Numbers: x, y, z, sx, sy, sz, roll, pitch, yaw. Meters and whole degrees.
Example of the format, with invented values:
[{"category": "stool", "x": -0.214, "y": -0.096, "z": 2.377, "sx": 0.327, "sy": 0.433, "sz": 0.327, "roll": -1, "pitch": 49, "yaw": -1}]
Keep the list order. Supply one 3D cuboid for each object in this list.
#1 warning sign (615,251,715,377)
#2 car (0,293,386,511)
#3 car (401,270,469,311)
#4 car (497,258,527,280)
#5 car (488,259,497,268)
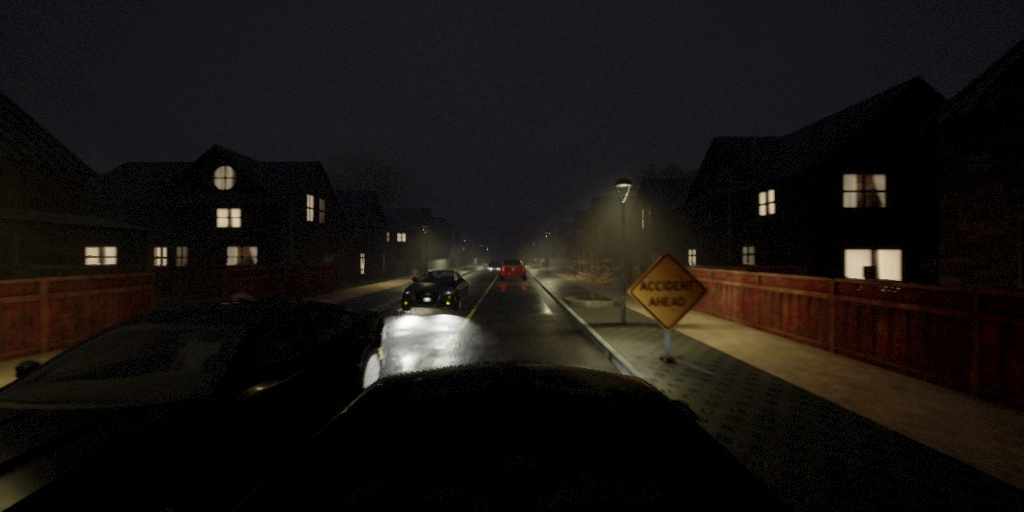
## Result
[{"category": "warning sign", "x": 2.518, "y": 0.844, "z": 5.790, "sx": 1.300, "sy": 1.860, "sz": 1.060, "roll": 0, "pitch": 0, "yaw": 0}, {"category": "car", "x": -2.852, "y": 1.219, "z": 3.481, "sx": 1.882, "sy": 1.535, "sz": 5.008, "roll": 0, "pitch": 0, "yaw": 0}, {"category": "car", "x": -2.835, "y": 1.260, "z": 13.998, "sx": 1.994, "sy": 1.385, "sz": 4.181, "roll": 0, "pitch": 0, "yaw": 0}, {"category": "car", "x": 0.099, "y": 1.001, "z": 29.738, "sx": 2.097, "sy": 1.767, "sz": 4.553, "roll": 0, "pitch": 0, "yaw": 0}, {"category": "car", "x": -2.785, "y": 1.228, "z": 58.264, "sx": 1.994, "sy": 1.385, "sz": 4.181, "roll": 0, "pitch": 0, "yaw": 1}]
